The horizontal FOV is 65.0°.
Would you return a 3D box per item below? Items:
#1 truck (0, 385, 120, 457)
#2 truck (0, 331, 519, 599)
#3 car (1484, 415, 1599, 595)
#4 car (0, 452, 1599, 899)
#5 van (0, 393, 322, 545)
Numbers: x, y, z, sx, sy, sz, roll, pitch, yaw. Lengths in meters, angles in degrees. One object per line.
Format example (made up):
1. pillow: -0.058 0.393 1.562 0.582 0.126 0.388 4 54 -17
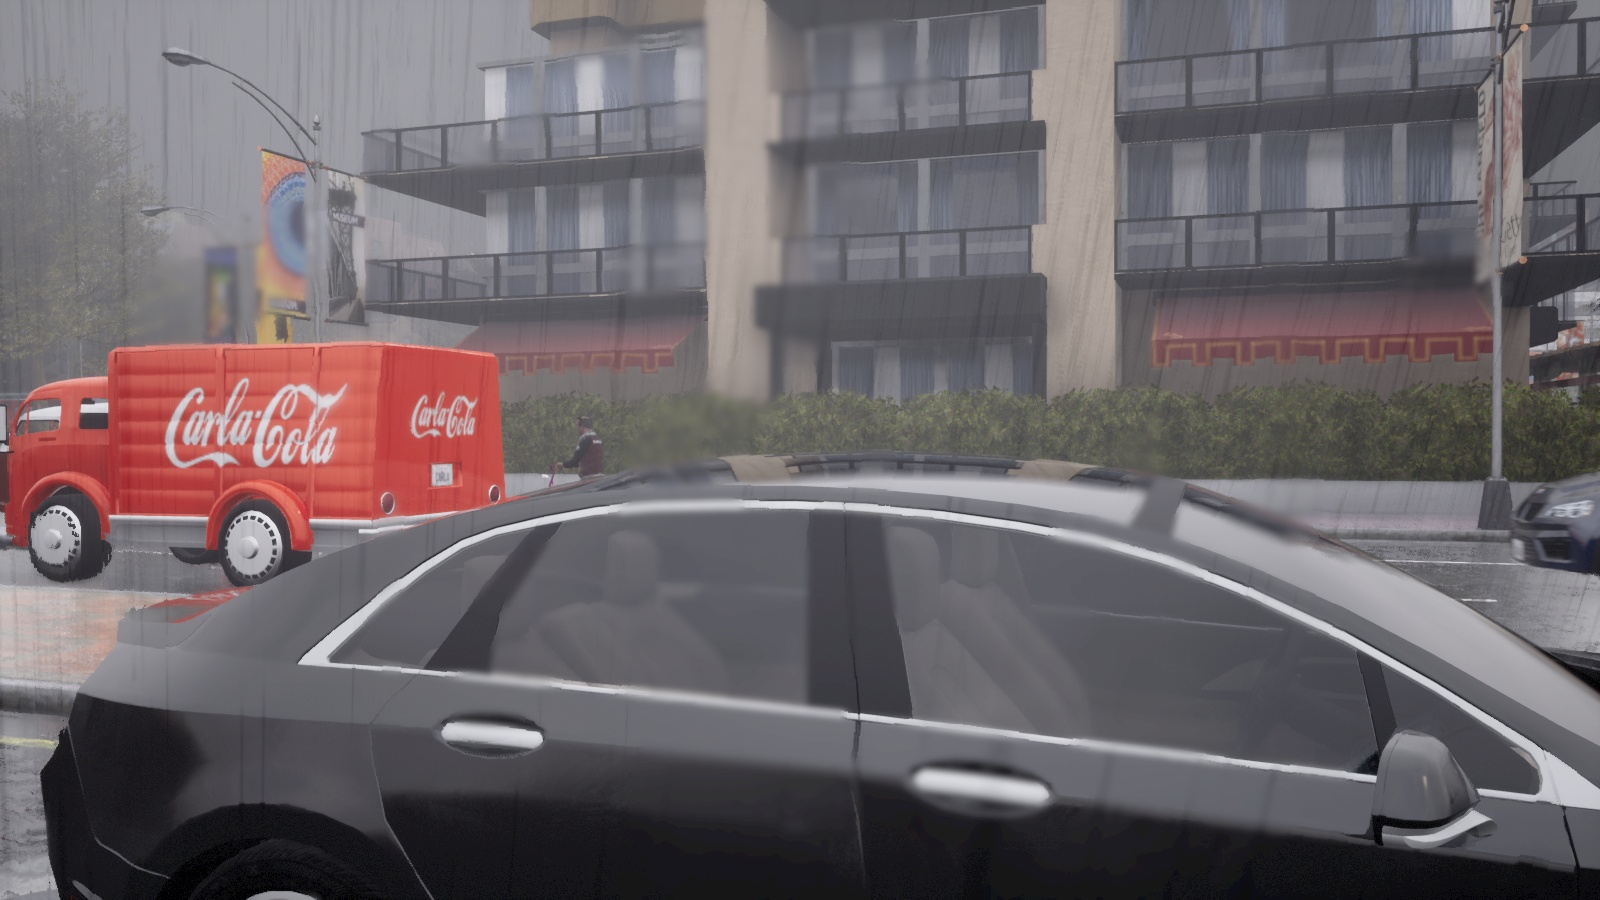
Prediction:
1. truck: -42.201 -1.612 69.671 8.468 3.827 2.891 1 1 19
2. truck: -6.039 0.099 13.653 5.204 2.467 2.627 1 1 19
3. car: 9.438 0.512 12.157 4.611 1.667 2.242 1 1 19
4. car: 0.540 0.785 3.011 4.892 1.490 1.837 1 1 19
5. van: -9.596 0.218 18.508 4.480 2.038 2.069 1 1 19
